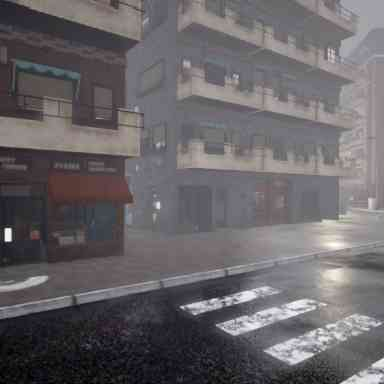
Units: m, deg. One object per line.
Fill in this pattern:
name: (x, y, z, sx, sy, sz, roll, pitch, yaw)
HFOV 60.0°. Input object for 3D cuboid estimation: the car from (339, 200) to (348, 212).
car: (18.397, 1.716, 42.772, 2.128, 1.511, 4.902, 0, -1, 5)
